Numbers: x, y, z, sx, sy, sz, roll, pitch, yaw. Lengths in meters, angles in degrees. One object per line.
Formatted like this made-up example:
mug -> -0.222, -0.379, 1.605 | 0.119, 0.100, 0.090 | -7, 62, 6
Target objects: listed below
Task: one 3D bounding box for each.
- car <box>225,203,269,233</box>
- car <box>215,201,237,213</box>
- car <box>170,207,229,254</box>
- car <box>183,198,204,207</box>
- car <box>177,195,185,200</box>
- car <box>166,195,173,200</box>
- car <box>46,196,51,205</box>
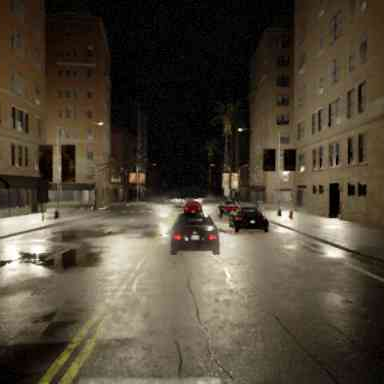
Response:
car -> 3.314, 1.588, 20.076 | 1.994, 1.385, 4.181 | 0, 0, 1
car -> 3.257, 1.544, 30.071 | 1.837, 1.490, 4.892 | 0, 0, 0
car -> 0.104, 1.561, 13.491 | 2.033, 1.411, 5.357 | 0, 0, 0
car -> 0.108, 1.567, 31.134 | 1.812, 1.442, 4.674 | 0, -1, 0
car -> -3.226, 1.578, 95.093 | 1.837, 1.490, 4.892 | 0, 0, 0
car -> -6.476, 1.555, 95.093 | 1.882, 1.535, 5.008 | 0, 0, 0
car -> -23.874, 1.156, 50.020 | 5.009, 1.841, 2.192 | 0, 0, -9
